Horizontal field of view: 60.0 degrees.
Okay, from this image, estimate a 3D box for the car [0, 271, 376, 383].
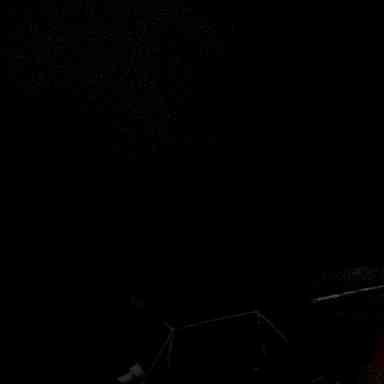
[{"bbox_3d":[-0.402,1.593,3.154,4.718,1.301,1.895,0,0,-33],"label":"car"}]
